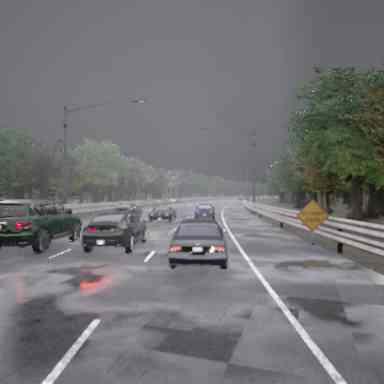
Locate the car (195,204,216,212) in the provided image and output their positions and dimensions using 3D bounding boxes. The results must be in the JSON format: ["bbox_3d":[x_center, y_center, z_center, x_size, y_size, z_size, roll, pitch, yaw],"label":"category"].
[{"bbox_3d":[1.264,1.811,31.122,1.812,1.442,4.674,0,-1,4],"label":"car"}]

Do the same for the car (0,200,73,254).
[{"bbox_3d":[-6.645,1.342,14.286,2.150,2.045,5.566,0,0,2],"label":"car"}]

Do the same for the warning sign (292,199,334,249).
[{"bbox_3d":[4.791,1.228,13.240,1.300,1.860,1.060,0,0,2],"label":"warning sign"}]

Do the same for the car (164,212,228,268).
[{"bbox_3d":[0.253,1.644,11.627,2.033,1.411,5.357,0,0,2],"label":"car"}]

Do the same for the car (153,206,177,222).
[{"bbox_3d":[-2.418,1.862,28.799,1.895,1.301,4.718,0,-1,4],"label":"car"}]

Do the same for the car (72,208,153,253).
[{"bbox_3d":[-3.143,1.620,14.288,1.837,1.490,4.892,0,-2,3],"label":"car"}]

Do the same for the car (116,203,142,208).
[{"bbox_3d":[-5.801,1.782,30.475,1.837,1.490,4.892,0,0,4],"label":"car"}]
